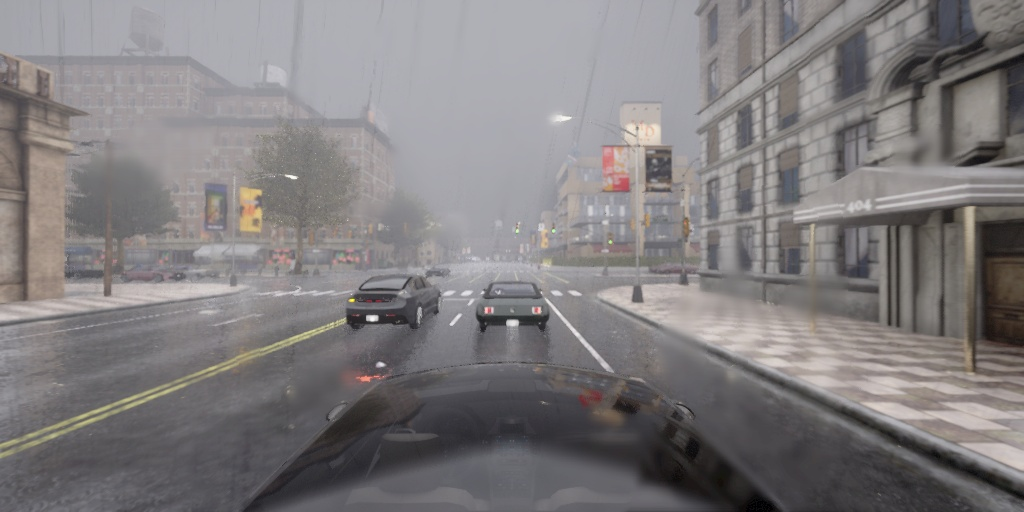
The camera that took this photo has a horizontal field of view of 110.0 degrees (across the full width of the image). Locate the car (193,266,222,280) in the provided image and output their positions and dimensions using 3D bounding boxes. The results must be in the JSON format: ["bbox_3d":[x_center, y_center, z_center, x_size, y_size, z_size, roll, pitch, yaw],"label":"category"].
[{"bbox_3d":[-30.426,1.558,33.937,4.718,1.301,1.895,0,0,0],"label":"car"}]

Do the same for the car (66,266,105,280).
[{"bbox_3d":[-41.538,1.559,33.918,4.718,1.301,1.895,0,0,0],"label":"car"}]

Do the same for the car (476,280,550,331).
[{"bbox_3d":[0.014,1.411,11.260,1.895,1.301,4.718,0,0,0],"label":"car"}]

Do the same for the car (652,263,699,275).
[{"bbox_3d":[19.451,1.529,42.222,4.674,1.442,1.812,0,0,-1],"label":"car"}]

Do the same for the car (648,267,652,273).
[{"bbox_3d":[19.802,1.551,45.726,4.674,1.442,1.812,0,0,0],"label":"car"}]

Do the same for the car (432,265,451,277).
[{"bbox_3d":[-7.250,1.552,35.310,1.895,1.301,4.718,0,0,0],"label":"car"}]

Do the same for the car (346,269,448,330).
[{"bbox_3d":[-3.487,1.316,11.362,1.837,1.490,4.892,0,0,0],"label":"car"}]

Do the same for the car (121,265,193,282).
[{"bbox_3d":[-30.288,1.499,30.438,4.181,1.385,1.994,0,0,0],"label":"car"}]
